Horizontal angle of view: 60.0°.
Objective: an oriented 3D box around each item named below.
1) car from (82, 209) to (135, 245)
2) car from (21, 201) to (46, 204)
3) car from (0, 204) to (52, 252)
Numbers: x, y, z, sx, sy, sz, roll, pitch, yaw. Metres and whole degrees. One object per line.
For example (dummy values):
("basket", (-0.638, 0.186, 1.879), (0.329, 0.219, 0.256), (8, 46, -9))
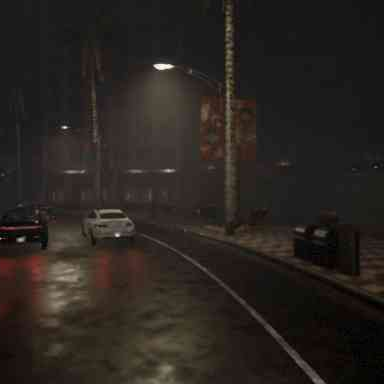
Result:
("car", (-3.990, 1.505, 15.580), (1.812, 1.442, 4.674), (0, 0, -25))
("car", (-13.803, 1.487, 28.645), (4.902, 1.511, 2.128), (0, 0, 43))
("car", (-7.139, 1.491, 14.109), (2.128, 1.511, 4.902), (0, 0, -25))
